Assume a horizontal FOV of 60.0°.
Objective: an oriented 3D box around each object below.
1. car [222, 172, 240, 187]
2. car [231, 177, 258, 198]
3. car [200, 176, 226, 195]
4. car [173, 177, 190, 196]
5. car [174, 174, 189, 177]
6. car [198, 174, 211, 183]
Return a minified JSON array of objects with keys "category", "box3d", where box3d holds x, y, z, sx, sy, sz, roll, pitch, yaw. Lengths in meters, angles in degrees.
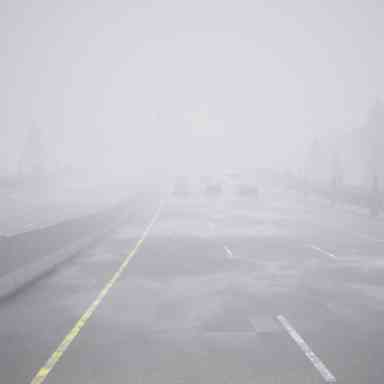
[{"category":"car","box3d":[5.496,-1.845,46.442,2.150,2.045,5.566,0,7,-2]},{"category":"car","box3d":[5.902,-0.336,36.455,1.882,1.535,5.008,0,7,-2]},{"category":"car","box3d":[2.348,-0.570,38.240,1.882,1.535,5.008,0,7,-2]},{"category":"car","box3d":[-1.196,-0.452,37.741,2.033,1.411,5.357,0,7,-1]},{"category":"car","box3d":[-1.528,-1.822,48.088,1.882,1.535,5.008,0,7,-1]},{"category":"car","box3d":[2.016,-1.861,48.516,1.882,1.535,5.008,0,7,-2]}]
